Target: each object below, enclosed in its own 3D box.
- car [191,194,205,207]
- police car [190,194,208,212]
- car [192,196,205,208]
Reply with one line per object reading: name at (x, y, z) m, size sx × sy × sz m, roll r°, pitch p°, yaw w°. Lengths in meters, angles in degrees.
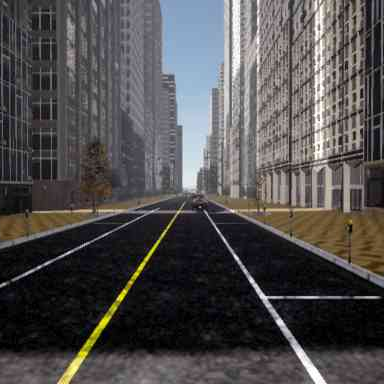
car at (0.896, 1.325, 55.086) m, size 2.150 × 2.045 × 5.566 m, roll 0°, pitch 0°, yaw 0°
police car at (0.900, 1.434, 39.167) m, size 1.930 × 1.638 × 5.238 m, roll 0°, pitch 0°, yaw 0°
car at (0.900, 1.474, 49.247) m, size 1.801 × 1.575 × 5.366 m, roll 0°, pitch 0°, yaw 0°
